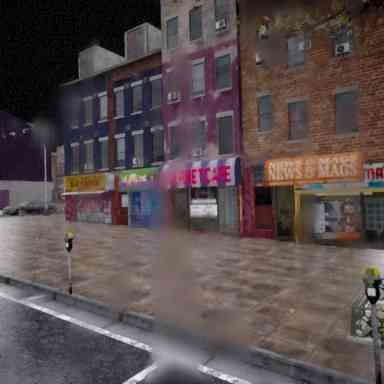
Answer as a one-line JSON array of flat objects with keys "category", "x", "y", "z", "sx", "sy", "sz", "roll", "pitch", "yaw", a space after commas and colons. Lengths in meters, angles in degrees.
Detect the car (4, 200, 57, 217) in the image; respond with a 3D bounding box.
[{"category": "car", "x": -15.812, "y": 1.578, "z": 32.750, "sx": 1.837, "sy": 1.490, "sz": 4.892, "roll": -2, "pitch": -1, "yaw": 36}]
